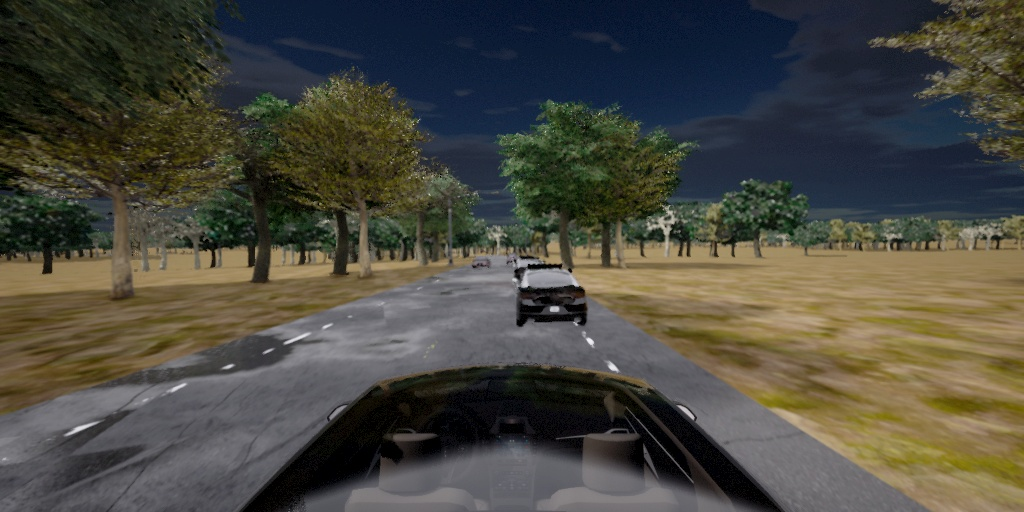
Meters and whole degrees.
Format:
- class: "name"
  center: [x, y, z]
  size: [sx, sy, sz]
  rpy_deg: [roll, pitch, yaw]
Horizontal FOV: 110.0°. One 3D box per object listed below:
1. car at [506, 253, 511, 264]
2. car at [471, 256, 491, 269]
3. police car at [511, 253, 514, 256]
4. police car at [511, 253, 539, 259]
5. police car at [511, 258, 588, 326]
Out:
- class: "car"
  center: [0.107, 0.486, 53.286]
  size: [2.033, 1.411, 5.357]
  rpy_deg: [-1, 0, 0]
- class: "car"
  center: [-3.545, 0.734, 41.850]
  size: [1.994, 1.385, 4.181]
  rpy_deg: [-2, 2, 1]
- class: "police car"
  center: [1.076, 0.755, 27.313]
  size: [1.930, 1.638, 5.238]
  rpy_deg: [-1, 0, 0]
- class: "police car"
  center: [1.069, 0.837, 21.303]
  size: [1.930, 1.638, 5.238]
  rpy_deg: [0, 1, 0]
- class: "police car"
  center: [1.035, 1.038, 11.294]
  size: [1.930, 1.638, 5.238]
  rpy_deg: [-1, 1, 0]
